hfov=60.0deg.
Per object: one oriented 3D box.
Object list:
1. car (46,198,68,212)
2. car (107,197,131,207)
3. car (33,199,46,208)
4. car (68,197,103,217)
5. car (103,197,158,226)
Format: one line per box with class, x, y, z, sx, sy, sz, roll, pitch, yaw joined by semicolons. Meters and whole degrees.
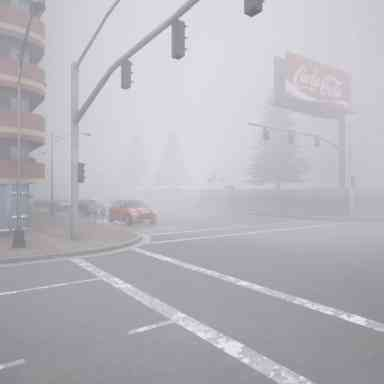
car;-15.323;1.478;39.107;1.882;1.535;5.008;0;0;-36
car;-11.459;1.507;51.991;1.837;1.490;4.892;0;0;-36
car;-21.261;1.601;47.367;1.895;1.301;4.718;0;0;-35
car;-9.652;1.491;31.265;2.128;1.511;4.902;0;0;-36
car;-4.315;1.352;23.899;2.097;1.767;4.553;0;0;-36
